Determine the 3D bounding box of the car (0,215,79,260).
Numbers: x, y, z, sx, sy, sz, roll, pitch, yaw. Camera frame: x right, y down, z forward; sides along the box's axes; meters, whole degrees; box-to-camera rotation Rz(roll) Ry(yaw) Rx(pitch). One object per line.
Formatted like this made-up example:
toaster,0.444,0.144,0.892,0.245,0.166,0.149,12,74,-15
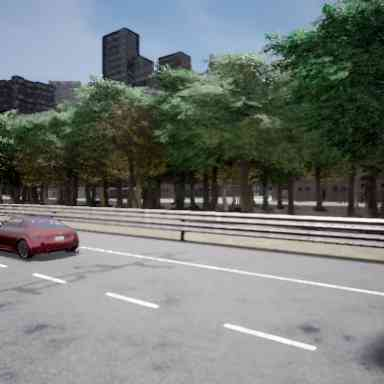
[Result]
car,-6.182,1.569,12.581,4.181,1.385,1.994,0,0,36
